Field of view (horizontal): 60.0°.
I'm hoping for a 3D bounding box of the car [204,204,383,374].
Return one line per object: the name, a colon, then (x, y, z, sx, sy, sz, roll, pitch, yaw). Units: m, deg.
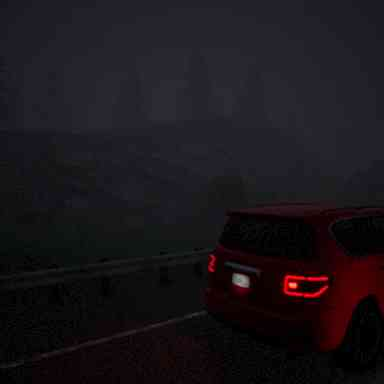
car: (2.769, 1.226, 5.875, 5.566, 2.045, 2.150, 0, 0, -37)
